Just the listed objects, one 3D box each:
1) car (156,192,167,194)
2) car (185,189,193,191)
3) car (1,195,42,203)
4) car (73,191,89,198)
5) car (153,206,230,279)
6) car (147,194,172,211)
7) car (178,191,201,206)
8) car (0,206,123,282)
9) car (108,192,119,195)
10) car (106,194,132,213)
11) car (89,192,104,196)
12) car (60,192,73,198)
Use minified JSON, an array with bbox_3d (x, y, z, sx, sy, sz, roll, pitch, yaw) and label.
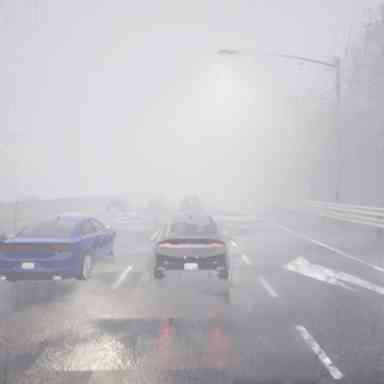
[{"bbox_3d":[-7.261,0.848,74.716,1.882,1.535,5.008,0,1,0],"label":"car"},{"bbox_3d":[-0.312,0.742,88.851,1.812,1.442,4.674,0,1,0],"label":"car"},{"bbox_3d":[-17.683,1.110,35.310,2.097,1.767,4.553,0,1,0],"label":"car"},{"bbox_3d":[-24.766,0.617,75.679,1.837,1.490,4.892,0,1,0],"label":"car"},{"bbox_3d":[-0.028,1.404,9.759,2.128,1.511,4.902,0,1,0],"label":"car"},{"bbox_3d":[-3.616,1.251,35.117,2.033,1.411,5.357,0,1,0],"label":"car"},{"bbox_3d":[-0.120,1.040,35.175,2.097,1.767,4.553,0,1,0],"label":"car"},{"bbox_3d":[-3.525,1.406,9.607,1.882,1.535,5.008,0,1,0],"label":"car"},{"bbox_3d":[-17.766,0.684,75.675,1.895,1.301,4.718,0,1,0],"label":"car"},{"bbox_3d":[-7.113,1.245,32.718,1.837,1.490,4.892,0,0,0],"label":"car"},{"bbox_3d":[-21.266,0.627,75.692,1.812,1.442,4.674,0,1,0],"label":"car"},{"bbox_3d":[-28.050,0.670,75.668,2.033,1.411,5.357,0,1,1],"label":"car"}]
